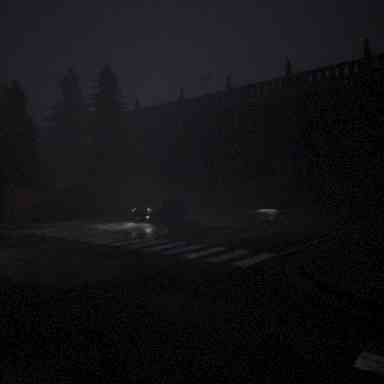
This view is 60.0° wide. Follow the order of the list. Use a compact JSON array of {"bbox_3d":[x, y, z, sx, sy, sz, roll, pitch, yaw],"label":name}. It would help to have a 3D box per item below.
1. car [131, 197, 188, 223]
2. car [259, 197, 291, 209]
[{"bbox_3d":[-2.323,1.234,24.665,2.097,1.767,4.553,0,1,39],"label":"car"},{"bbox_3d":[10.080,1.277,39.885,2.033,1.411,5.357,0,1,39],"label":"car"}]
